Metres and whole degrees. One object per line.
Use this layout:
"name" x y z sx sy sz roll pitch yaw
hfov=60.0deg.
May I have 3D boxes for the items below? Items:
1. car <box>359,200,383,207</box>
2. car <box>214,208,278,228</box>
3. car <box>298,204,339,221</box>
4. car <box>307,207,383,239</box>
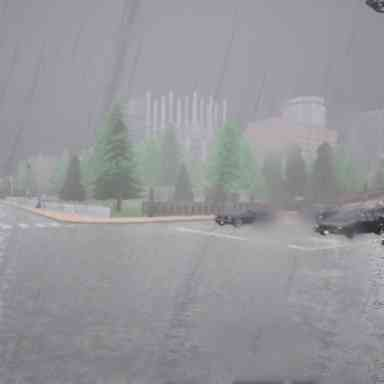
"car" 18.898 1.614 34.619 4.674 1.442 1.812 -3 2 -35
"car" 3.898 1.821 24.006 4.718 1.301 1.895 1 -1 -34
"car" 11.418 1.804 29.309 4.892 1.490 1.837 0 0 -35
"car" 9.319 1.782 19.223 5.357 1.411 2.033 1 0 -35
